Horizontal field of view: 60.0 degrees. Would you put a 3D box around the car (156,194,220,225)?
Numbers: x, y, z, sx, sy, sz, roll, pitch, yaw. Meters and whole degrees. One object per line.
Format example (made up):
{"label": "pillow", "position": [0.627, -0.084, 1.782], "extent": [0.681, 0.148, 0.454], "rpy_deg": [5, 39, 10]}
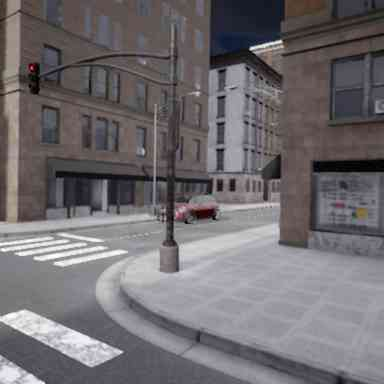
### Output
{"label": "car", "position": [-0.117, 0.950, 20.460], "extent": [2.097, 1.767, 4.553], "rpy_deg": [2, 1, 35]}
